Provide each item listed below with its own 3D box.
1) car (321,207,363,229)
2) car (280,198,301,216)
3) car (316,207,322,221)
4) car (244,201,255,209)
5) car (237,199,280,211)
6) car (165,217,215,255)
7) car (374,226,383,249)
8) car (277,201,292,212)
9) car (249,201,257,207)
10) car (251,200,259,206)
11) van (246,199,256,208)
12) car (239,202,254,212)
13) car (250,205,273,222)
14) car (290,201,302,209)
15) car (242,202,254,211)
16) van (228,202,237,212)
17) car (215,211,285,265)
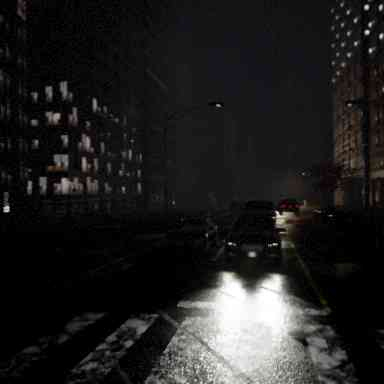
[{"bbox_3d":[10.727,1.840,23.518,1.947,1.339,4.313,-2,-1,13],"label":"car"},{"bbox_3d":[11.914,1.800,40.979,2.150,2.045,5.566,-1,-1,13],"label":"car"},{"bbox_3d":[11.948,1.924,29.008,1.947,1.339,4.313,-2,-1,13],"label":"car"},{"bbox_3d":[11.097,2.561,63.767,1.887,1.381,4.507,-2,-1,13],"label":"car"},{"bbox_3d":[4.486,1.548,22.105,2.150,2.045,5.566,-1,-1,12],"label":"car"},{"bbox_3d":[0.104,1.793,14.354,2.008,1.369,4.403,-2,-1,13],"label":"car"},{"bbox_3d":[8.283,1.660,12.537,2.008,1.369,4.403,-2,-1,13],"label":"car"},{"bbox_3d":[14.103,2.216,51.033,1.882,1.535,5.008,-1,-1,13],"label":"car"},{"bbox_3d":[14.762,2.832,80.237,1.887,1.381,4.507,-2,-1,13],"label":"car"},{"bbox_3d":[17.205,3.023,91.218,2.008,1.369,4.403,-2,-1,13],"label":"car"},{"bbox_3d":[12.313,2.447,69.261,1.690,1.788,3.998,-2,-1,13],"label":"van"},{"bbox_3d":[8.654,2.388,52.787,2.008,1.369,4.403,-2,-1,13],"label":"car"},{"bbox_3d":[6.684,2.040,31.907,1.994,1.385,4.181,-1,-1,12],"label":"car"},{"bbox_3d":[19.278,2.464,61.949,1.802,1.307,4.206,-2,-1,13],"label":"car"},{"bbox_3d":[9.838,2.449,58.112,1.752,1.417,4.829,-2,-1,13],"label":"car"},{"bbox_3d":[4.984,1.918,36.321,1.690,1.788,3.998,-2,-1,13],"label":"van"},{"bbox_3d":[2.365,1.674,12.541,2.128,1.511,4.902,-1,-1,13],"label":"car"}]
